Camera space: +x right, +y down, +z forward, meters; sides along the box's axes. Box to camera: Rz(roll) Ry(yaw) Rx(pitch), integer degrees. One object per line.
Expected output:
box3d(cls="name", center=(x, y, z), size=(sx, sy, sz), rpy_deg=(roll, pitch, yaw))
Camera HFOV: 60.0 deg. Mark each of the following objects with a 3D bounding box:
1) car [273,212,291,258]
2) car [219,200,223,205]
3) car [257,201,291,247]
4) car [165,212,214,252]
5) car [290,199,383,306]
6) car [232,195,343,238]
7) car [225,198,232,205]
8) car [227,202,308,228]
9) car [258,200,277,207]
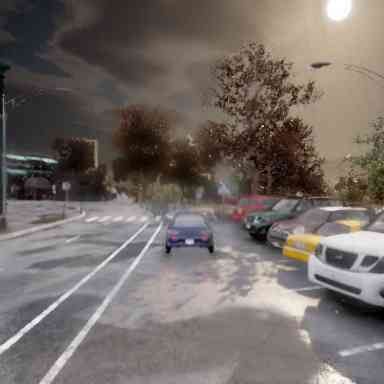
box3d(cls="car", center=(5.442, 1.531, 10.344), size=(5.366, 1.575, 1.946), rpy_deg=(1, 0, -21))
box3d(cls="car", center=(10.269, 2.589, 92.099), size=(5.566, 2.045, 2.150), rpy_deg=(0, 0, 30))
box3d(cls="car", center=(5.255, 1.395, 13.249), size=(4.553, 1.767, 2.185), rpy_deg=(1, 1, -21))
box3d(cls="car", center=(-0.102, 1.549, 13.949), size=(1.812, 1.442, 4.674), rpy_deg=(0, 1, -1))
box3d(cls="car", center=(5.284, 1.281, 7.277), size=(5.566, 2.045, 2.435), rpy_deg=(1, 0, -21))
box3d(cls="car", center=(5.144, 1.252, 16.193), size=(5.566, 2.045, 2.435), rpy_deg=(1, 1, -21))
box3d(cls="car", center=(5.125, 1.234, 19.195), size=(5.566, 2.045, 2.435), rpy_deg=(1, 0, -22))
box3d(cls="car", center=(5.011, 1.469, 22.155), size=(4.892, 1.521, 2.231), rpy_deg=(1, 0, -22))
box3d(cls="car", center=(18.437, 2.856, 81.612), size=(1.882, 1.535, 5.008), rpy_deg=(0, 0, -26))
